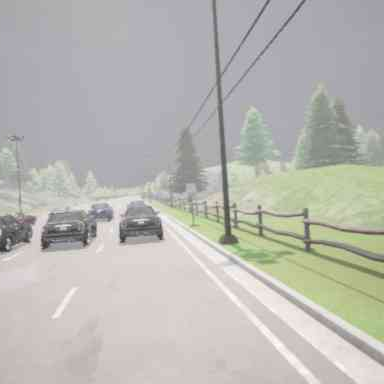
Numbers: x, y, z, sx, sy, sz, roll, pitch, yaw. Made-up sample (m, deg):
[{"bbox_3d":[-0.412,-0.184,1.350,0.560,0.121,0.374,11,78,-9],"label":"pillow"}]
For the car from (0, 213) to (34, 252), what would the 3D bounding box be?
[{"bbox_3d":[-9.644,1.916,16.567,2.097,1.767,4.553,-4,0,-10],"label":"car"}]

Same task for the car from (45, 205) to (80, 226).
[{"bbox_3d":[-12.252,2.188,31.808,2.128,1.511,4.902,-4,0,-10],"label":"car"}]

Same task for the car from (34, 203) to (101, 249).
[{"bbox_3d":[-6.208,1.702,17.198,2.097,1.767,4.553,-4,0,-10],"label":"car"}]

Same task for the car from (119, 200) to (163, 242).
[{"bbox_3d":[-2.770,1.489,17.823,2.097,1.767,4.553,-4,0,-10],"label":"car"}]

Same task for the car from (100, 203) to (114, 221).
[{"bbox_3d":[-8.778,1.834,32.166,2.097,1.767,4.553,-4,0,-10],"label":"car"}]

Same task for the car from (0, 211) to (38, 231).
[{"bbox_3d":[-15.418,2.496,29.616,1.895,1.301,4.718,-4,0,-10],"label":"car"}]

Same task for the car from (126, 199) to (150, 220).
[{"bbox_3d":[-5.336,1.621,32.761,2.097,1.767,4.553,-4,0,-10],"label":"car"}]
